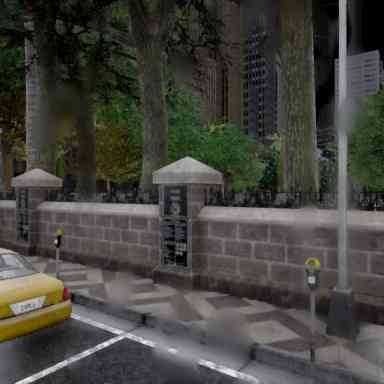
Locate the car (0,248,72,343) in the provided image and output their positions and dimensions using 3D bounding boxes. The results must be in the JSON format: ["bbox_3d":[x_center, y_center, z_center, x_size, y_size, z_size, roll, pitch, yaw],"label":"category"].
[{"bbox_3d":[-4.131,1.526,5.926,4.829,1.417,1.752,0,0,36],"label":"car"}]
